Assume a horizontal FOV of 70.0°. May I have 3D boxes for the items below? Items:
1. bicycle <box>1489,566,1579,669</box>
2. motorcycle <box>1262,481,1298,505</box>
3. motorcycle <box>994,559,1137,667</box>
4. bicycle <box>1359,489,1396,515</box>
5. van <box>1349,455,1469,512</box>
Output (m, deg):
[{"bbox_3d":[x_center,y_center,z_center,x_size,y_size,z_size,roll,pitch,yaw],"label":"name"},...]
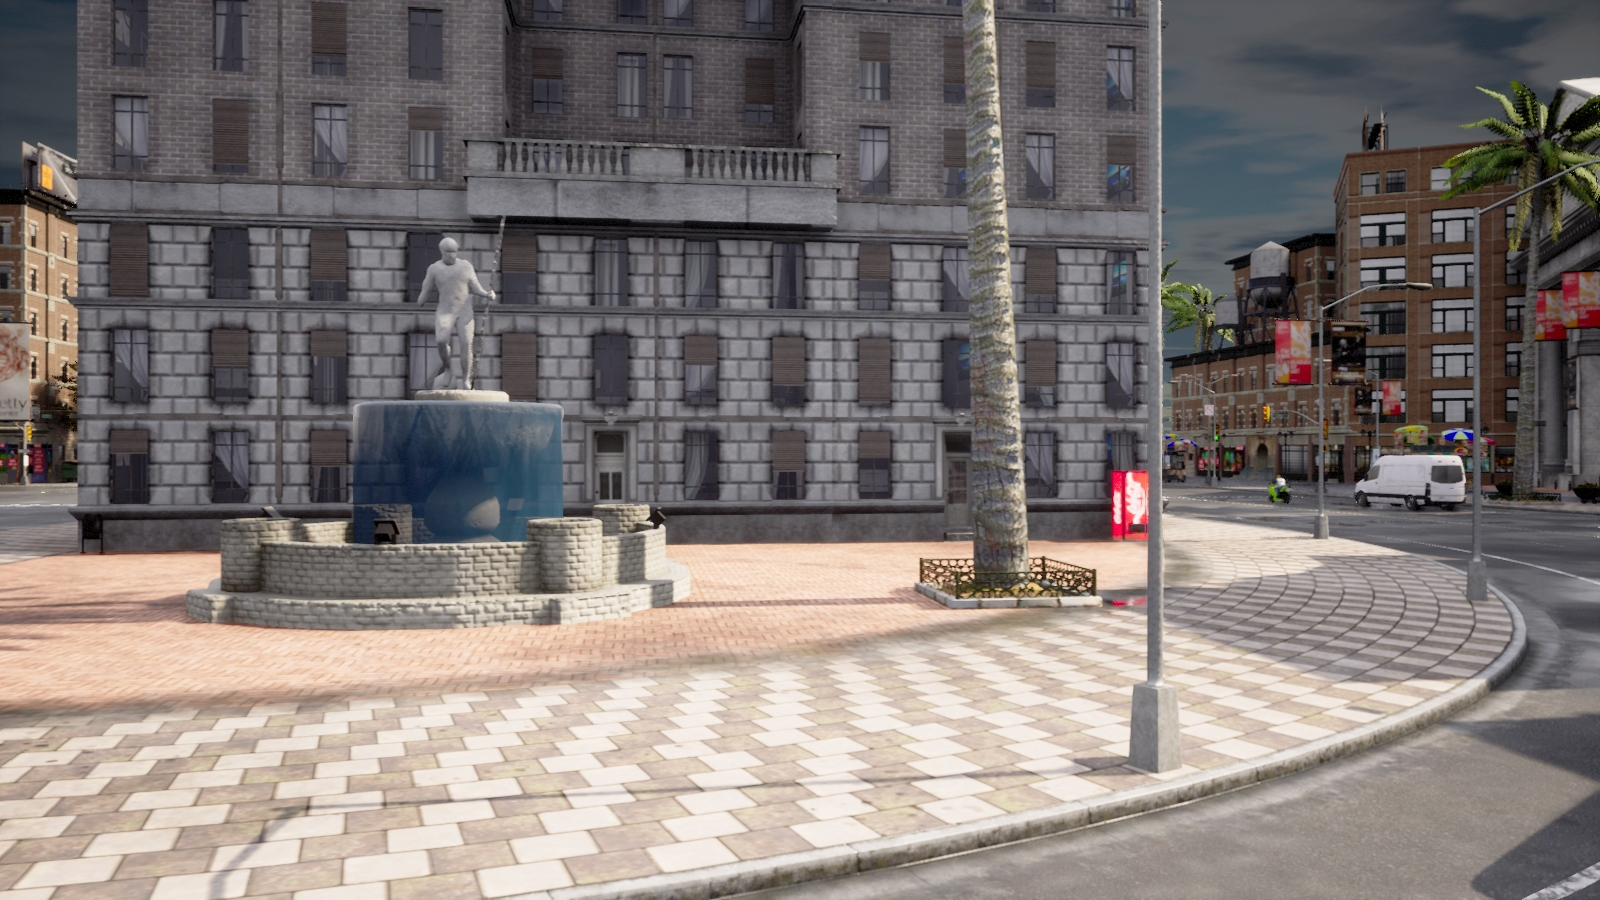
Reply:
[{"bbox_3d":[9.756,2.201,15.161,1.643,1.196,0.373,0,0,-34],"label":"bicycle"},{"bbox_3d":[24.808,2.203,59.091,0.803,1.145,2.033,0,0,-8],"label":"motorcycle"},{"bbox_3d":[3.628,2.181,15.597,1.805,1.236,0.856,0,0,-31],"label":"motorcycle"},{"bbox_3d":[25.044,2.246,49.586,0.859,1.080,1.487,0,0,0],"label":"bicycle"},{"bbox_3d":[28.922,1.523,54.544,1.988,2.561,5.915,0,0,-7],"label":"van"}]
